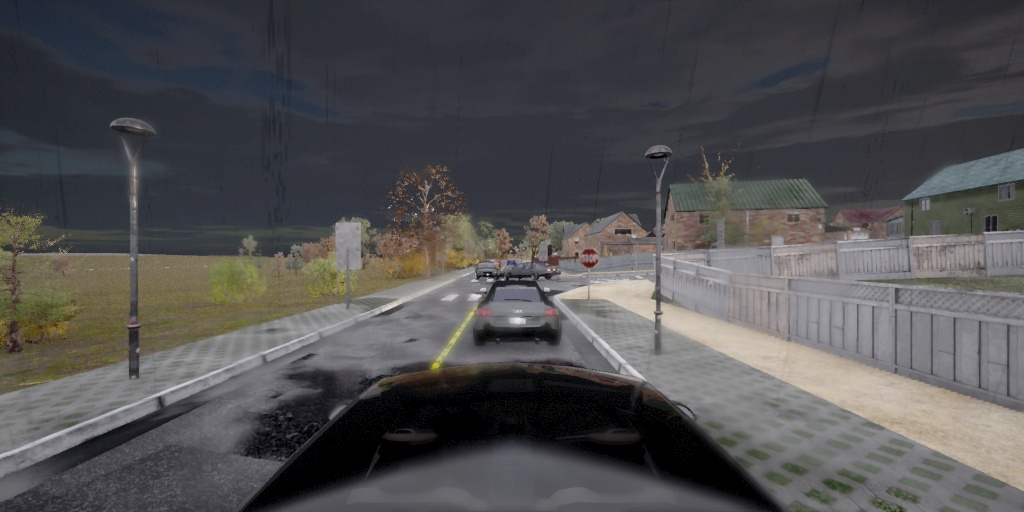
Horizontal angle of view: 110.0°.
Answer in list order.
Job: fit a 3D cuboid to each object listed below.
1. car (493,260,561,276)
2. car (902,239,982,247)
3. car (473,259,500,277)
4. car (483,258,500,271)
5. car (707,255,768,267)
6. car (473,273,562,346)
[{"bbox_3d":[1.297,1.198,28.430,5.357,1.411,2.033,-4,-3,43],"label":"car"},{"bbox_3d":[23.860,-0.209,20.418,4.902,1.511,2.128,-3,0,14],"label":"car"},{"bbox_3d":[-2.294,1.258,31.336,1.837,1.490,4.892,0,0,-8],"label":"car"},{"bbox_3d":[-2.920,1.121,51.154,2.097,1.767,4.553,0,0,1],"label":"car"},{"bbox_3d":[14.356,0.413,22.826,4.181,1.385,1.994,-3,0,16],"label":"car"},{"bbox_3d":[0.091,1.313,9.414,1.994,1.385,4.181,0,0,-1],"label":"car"}]
